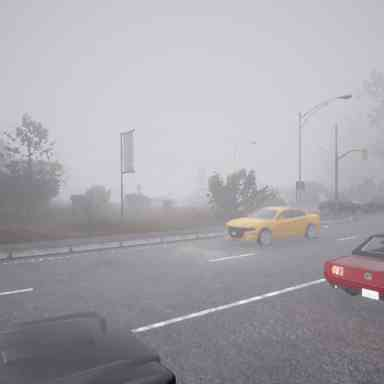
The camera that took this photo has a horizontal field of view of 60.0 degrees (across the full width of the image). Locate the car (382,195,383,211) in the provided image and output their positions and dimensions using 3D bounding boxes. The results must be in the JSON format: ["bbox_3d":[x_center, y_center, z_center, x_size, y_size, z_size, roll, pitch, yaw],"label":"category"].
[{"bbox_3d":[19.263,1.114,31.467,4.553,1.767,2.097,0,0,43],"label":"car"}]

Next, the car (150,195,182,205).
[{"bbox_3d":[-4.226,1.290,54.010,1.882,1.535,5.008,-1,0,-39],"label":"car"}]

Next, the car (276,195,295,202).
[{"bbox_3d":[10.618,1.126,41.117,2.097,1.767,4.553,-1,0,-39],"label":"car"}]

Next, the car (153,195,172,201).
[{"bbox_3d":[-6.684,1.328,74.005,1.895,1.301,4.718,-1,0,-38],"label":"car"}]

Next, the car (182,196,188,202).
[{"bbox_3d":[0.046,1.275,65.737,2.033,1.411,5.357,-1,0,-38],"label":"car"}]

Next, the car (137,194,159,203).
[{"bbox_3d":[-8.690,1.270,65.285,1.882,1.535,5.008,-1,0,-39],"label":"car"}]

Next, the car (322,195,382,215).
[{"bbox_3d":[14.370,1.276,30.875,1.882,1.535,5.008,-1,0,-39],"label":"car"}]

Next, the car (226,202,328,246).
[{"bbox_3d":[3.797,1.421,15.227,5.008,1.535,1.882,-1,0,-35],"label":"car"}]

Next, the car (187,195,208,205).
[{"bbox_3d":[1.864,1.382,52.006,1.895,1.301,4.718,-1,0,-39],"label":"car"}]

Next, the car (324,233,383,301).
[{"bbox_3d":[5.072,1.570,7.378,4.718,1.301,1.895,0,0,-36],"label":"car"}]

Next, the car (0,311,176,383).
[{"bbox_3d":[-2.376,1.601,2.041,4.718,1.301,1.895,0,0,-36],"label":"car"}]
